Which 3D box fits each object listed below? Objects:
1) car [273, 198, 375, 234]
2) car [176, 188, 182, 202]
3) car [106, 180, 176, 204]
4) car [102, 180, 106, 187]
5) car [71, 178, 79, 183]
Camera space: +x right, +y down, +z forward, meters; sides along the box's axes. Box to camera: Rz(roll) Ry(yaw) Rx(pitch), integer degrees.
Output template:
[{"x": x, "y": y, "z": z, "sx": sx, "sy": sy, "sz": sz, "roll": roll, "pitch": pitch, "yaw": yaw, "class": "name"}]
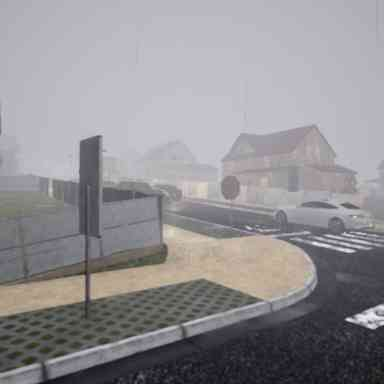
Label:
[{"x": 6.101, "y": 1.028, "z": 15.834, "sx": 1.812, "sy": 1.442, "sz": 4.674, "roll": 0, "pitch": 4, "yaw": -39, "class": "car"}, {"x": -2.669, "y": -0.009, "z": 29.399, "sx": 1.882, "sy": 1.535, "sz": 5.008, "roll": 1, "pitch": 3, "yaw": -30, "class": "car"}, {"x": -3.753, "y": 0.012, "z": 24.897, "sx": 4.553, "sy": 1.767, "sz": 2.097, "roll": 4, "pitch": 1, "yaw": -2, "class": "car"}, {"x": -8.714, "y": -0.430, "z": 34.072, "sx": 1.837, "sy": 1.490, "sz": 4.892, "roll": 0, "pitch": 4, "yaw": -30, "class": "car"}, {"x": -16.569, "y": -1.360, "z": 48.113, "sx": 2.033, "sy": 1.411, "sz": 5.357, "roll": 0, "pitch": 3, "yaw": -28, "class": "car"}]
